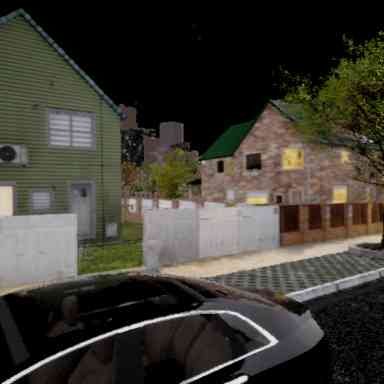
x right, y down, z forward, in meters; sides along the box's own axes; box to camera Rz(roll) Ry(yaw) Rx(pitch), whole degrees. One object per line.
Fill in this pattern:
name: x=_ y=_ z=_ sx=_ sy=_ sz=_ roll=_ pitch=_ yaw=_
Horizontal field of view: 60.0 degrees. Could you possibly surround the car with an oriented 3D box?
car: x=-0.963 y=1.504 z=2.384 sx=4.892 sy=1.490 sz=1.837 roll=0 pitch=0 yaw=-36
